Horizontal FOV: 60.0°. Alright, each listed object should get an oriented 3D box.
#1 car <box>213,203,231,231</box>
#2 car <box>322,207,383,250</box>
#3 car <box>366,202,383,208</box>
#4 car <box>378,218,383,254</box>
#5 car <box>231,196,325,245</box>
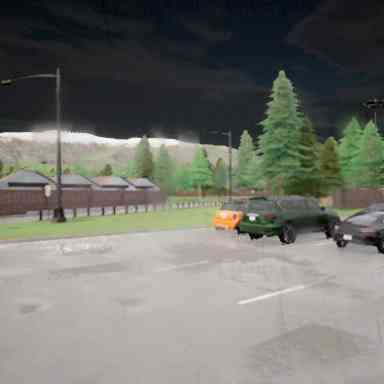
[{"bbox_3d":[3.447,1.343,19.149,4.553,1.767,2.097,0,0,-35],"label":"car"},{"bbox_3d":[7.564,1.519,13.485,4.674,1.442,1.812,1,0,-35],"label":"car"},{"bbox_3d":[16.451,1.546,28.421,4.181,1.385,1.994,0,0,-35],"label":"car"},{"bbox_3d":[7.355,1.471,9.059,5.008,1.535,1.882,0,0,-35],"label":"car"},{"bbox_3d":[4.778,1.215,15.803,5.566,2.045,2.150,0,0,-35],"label":"car"}]
